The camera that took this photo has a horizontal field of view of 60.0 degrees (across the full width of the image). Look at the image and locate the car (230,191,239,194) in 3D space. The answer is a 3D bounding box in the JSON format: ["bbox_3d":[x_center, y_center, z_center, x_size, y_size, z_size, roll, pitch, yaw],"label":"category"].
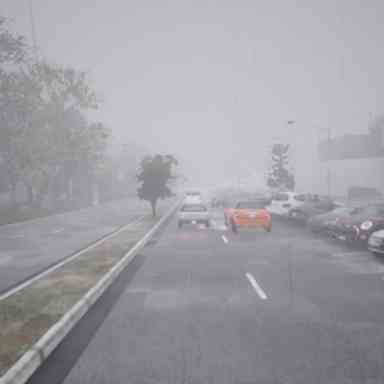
[{"bbox_3d":[8.049,0.940,44.001,4.792,1.488,2.163,0,2,-20],"label":"car"}]

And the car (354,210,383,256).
[{"bbox_3d":[8.074,1.456,10.983,4.674,1.452,2.002,1,1,-20],"label":"car"}]

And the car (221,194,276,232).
[{"bbox_3d":[3.102,1.207,19.225,2.097,1.767,4.553,0,1,0],"label":"car"}]

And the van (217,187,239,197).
[{"bbox_3d":[7.973,0.025,73.881,4.442,1.987,1.878,0,2,-20],"label":"van"}]

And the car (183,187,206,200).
[{"bbox_3d":[0.104,0.747,38.464,2.150,2.045,5.566,0,2,0],"label":"car"}]

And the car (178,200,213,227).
[{"bbox_3d":[0.102,1.428,21.503,1.895,1.301,4.718,0,1,0],"label":"car"}]

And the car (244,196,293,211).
[{"bbox_3d":[8.078,1.139,35.007,4.674,1.452,2.002,0,1,-20],"label":"car"}]

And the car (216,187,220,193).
[{"bbox_3d":[8.072,0.384,67.966,4.892,1.521,2.231,0,1,-20],"label":"car"}]

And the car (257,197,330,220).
[{"bbox_3d":[7.901,1.251,25.933,5.366,1.575,1.946,0,1,-20],"label":"car"}]

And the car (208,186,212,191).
[{"bbox_3d":[7.908,-0.125,88.781,5.366,1.575,1.946,0,2,-20],"label":"car"}]

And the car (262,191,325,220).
[{"bbox_3d":[8.101,1.046,23.003,5.566,2.045,2.435,0,1,-20],"label":"car"}]

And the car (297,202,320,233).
[{"bbox_3d":[8.074,1.408,16.983,4.674,1.452,2.002,1,1,-20],"label":"car"}]

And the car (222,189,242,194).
[{"bbox_3d":[8.051,0.675,56.004,4.792,1.488,2.163,0,2,-20],"label":"car"}]

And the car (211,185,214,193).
[{"bbox_3d":[8.108,-0.066,76.923,5.566,2.045,2.435,0,1,-20],"label":"car"}]

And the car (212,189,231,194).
[{"bbox_3d":[8.106,-0.177,91.850,4.792,1.488,2.163,0,2,-20],"label":"car"}]

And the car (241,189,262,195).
[{"bbox_3d":[8.051,0.908,31.982,5.566,2.045,2.435,0,1,-20],"label":"car"}]

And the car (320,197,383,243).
[{"bbox_3d":[8.104,1.267,13.992,4.553,1.767,2.185,1,1,-20],"label":"car"}]

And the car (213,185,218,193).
[{"bbox_3d":[8.056,0.066,70.928,5.566,2.045,2.435,0,2,-20],"label":"car"}]

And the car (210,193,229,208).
[{"bbox_3d":[3.104,1.146,38.063,1.895,1.301,4.718,0,1,0],"label":"car"}]

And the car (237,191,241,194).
[{"bbox_3d":[8.246,1.037,38.078,5.366,1.575,1.946,0,1,-20],"label":"car"}]

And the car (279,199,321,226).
[{"bbox_3d":[8.098,1.362,20.007,4.792,1.488,2.163,1,0,-20],"label":"car"}]

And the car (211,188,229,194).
[{"bbox_3d":[8.075,-0.262,94.821,4.674,1.452,2.002,0,2,-20],"label":"car"}]

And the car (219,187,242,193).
[{"bbox_3d":[8.049,0.388,61.990,4.553,1.767,2.185,0,1,-20],"label":"car"}]
